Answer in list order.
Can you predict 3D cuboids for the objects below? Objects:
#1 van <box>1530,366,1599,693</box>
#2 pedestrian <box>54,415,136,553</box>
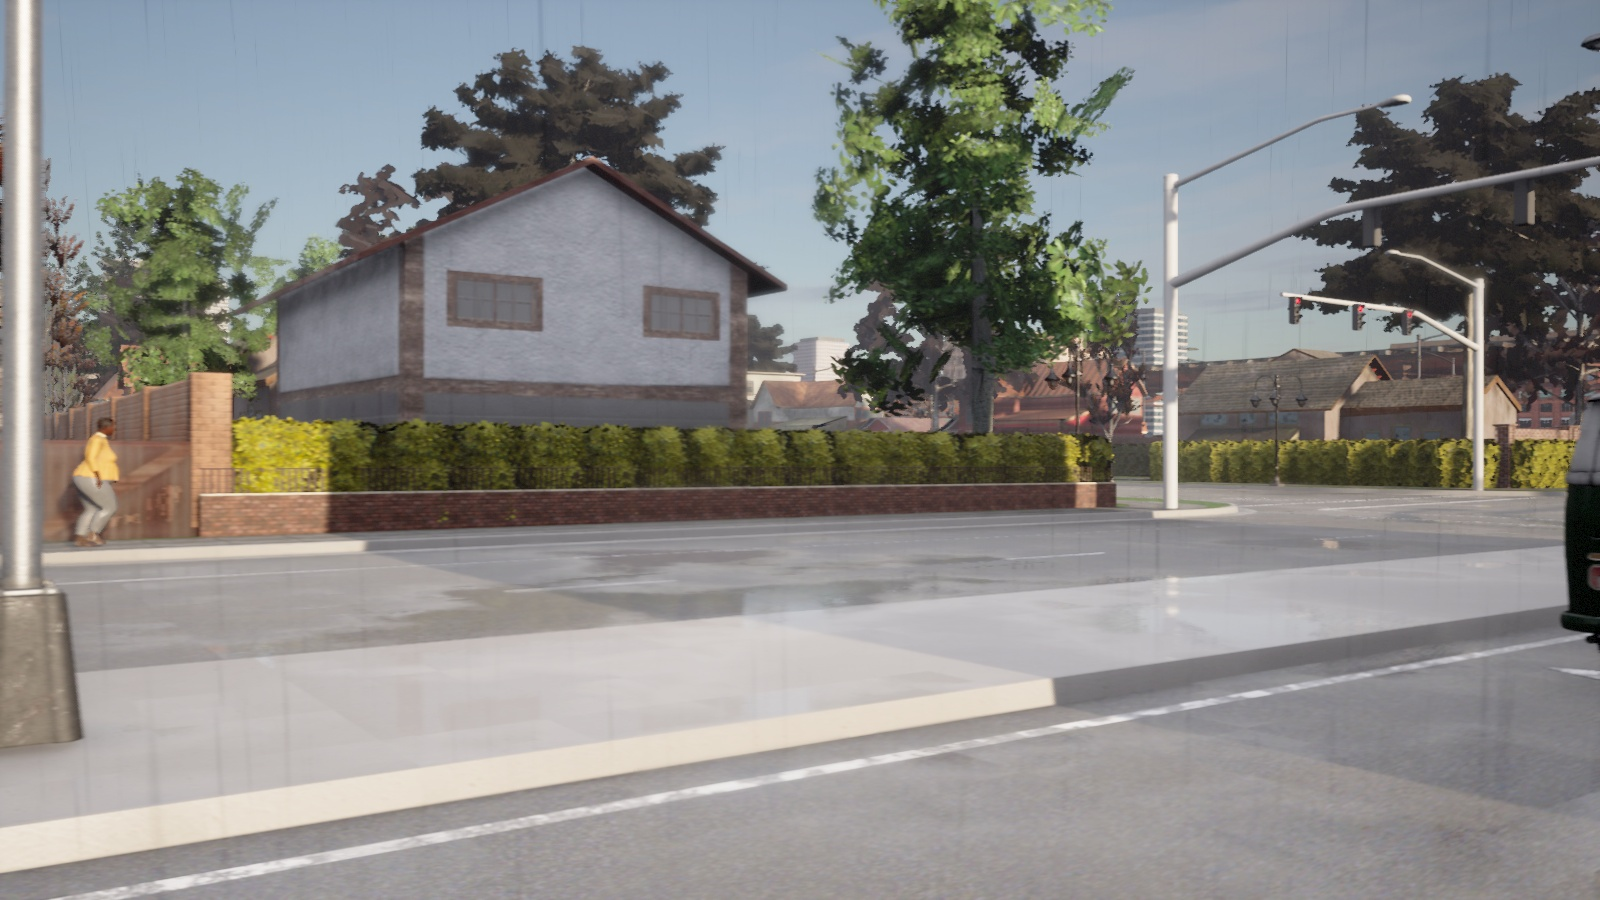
[{"bbox_3d":[6.967,0.498,8.510,4.442,1.987,1.775,0,0,-35],"label":"van"},{"bbox_3d":[-9.837,0.464,17.515,0.900,1.855,0.874,0,0,-36],"label":"pedestrian"}]
